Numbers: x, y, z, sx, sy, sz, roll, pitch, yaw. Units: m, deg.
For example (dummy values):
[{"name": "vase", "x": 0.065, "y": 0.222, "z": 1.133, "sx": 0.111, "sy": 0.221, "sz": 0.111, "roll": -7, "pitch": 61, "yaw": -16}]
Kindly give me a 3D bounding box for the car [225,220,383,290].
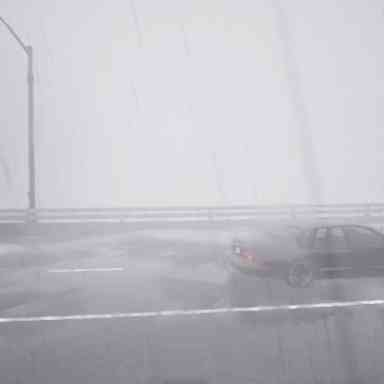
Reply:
[{"name": "car", "x": 3.586, "y": 1.427, "z": 8.348, "sx": 5.357, "sy": 1.411, "sz": 2.033, "roll": -1, "pitch": 1, "yaw": -8}]
